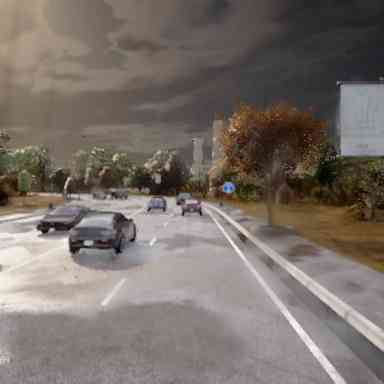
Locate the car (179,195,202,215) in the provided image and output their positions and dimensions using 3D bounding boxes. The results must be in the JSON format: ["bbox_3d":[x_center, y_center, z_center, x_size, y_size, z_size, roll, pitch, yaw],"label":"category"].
[{"bbox_3d":[-0.044,1.300,30.337,1.812,1.442,4.674,0,1,-1],"label":"car"}]

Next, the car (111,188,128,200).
[{"bbox_3d":[-13.406,0.320,61.166,2.150,2.045,5.566,0,1,-27],"label":"car"}]

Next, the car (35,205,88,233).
[{"bbox_3d":[-7.003,1.473,19.289,2.033,1.411,5.357,0,1,0],"label":"car"}]

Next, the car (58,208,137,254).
[{"bbox_3d":[-3.415,1.500,13.269,1.812,1.442,4.674,0,0,0],"label":"car"}]

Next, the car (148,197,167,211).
[{"bbox_3d":[-3.628,1.230,35.090,2.033,1.411,5.357,0,1,-3],"label":"car"}]

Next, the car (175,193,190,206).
[{"bbox_3d":[-1.112,0.851,44.513,2.097,1.767,4.553,0,1,-8],"label":"car"}]

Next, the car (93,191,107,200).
[{"bbox_3d":[-16.490,0.601,59.489,2.128,1.511,4.902,0,1,-26],"label":"car"}]
